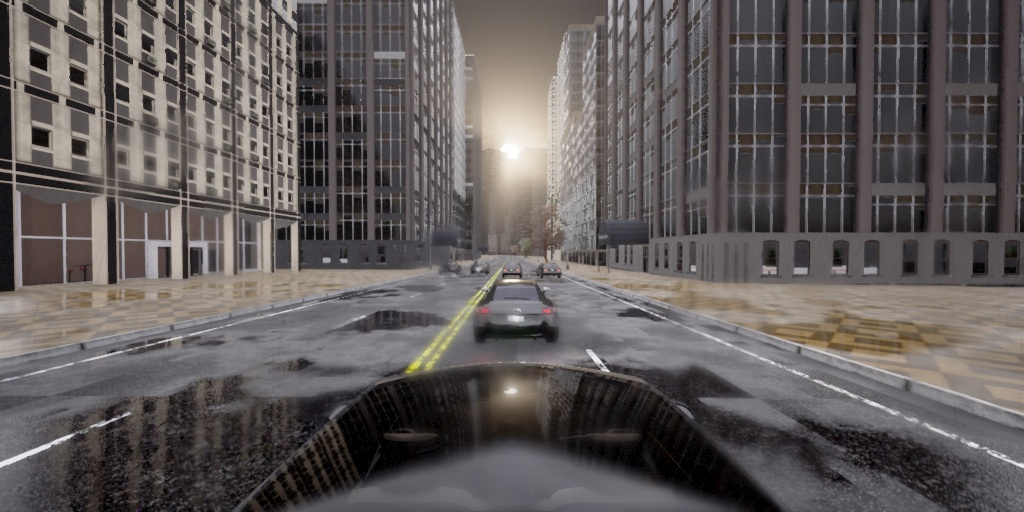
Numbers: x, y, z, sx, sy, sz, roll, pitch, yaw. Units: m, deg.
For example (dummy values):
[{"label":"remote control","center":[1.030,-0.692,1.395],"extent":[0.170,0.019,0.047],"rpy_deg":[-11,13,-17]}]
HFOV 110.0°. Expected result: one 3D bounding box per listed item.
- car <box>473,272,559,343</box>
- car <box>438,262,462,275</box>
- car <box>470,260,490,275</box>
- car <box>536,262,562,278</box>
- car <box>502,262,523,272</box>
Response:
[{"label":"car","center":[0.096,1.312,9.673],"extent":[1.994,1.385,4.181],"rpy_deg":[0,0,0]},{"label":"car","center":[-6.596,1.291,38.634],"extent":[1.994,1.385,4.181],"rpy_deg":[0,0,0]},{"label":"car","center":[-3.347,1.218,38.376],"extent":[2.128,1.511,4.902],"rpy_deg":[0,0,0]},{"label":"car","center":[3.356,1.280,33.291],"extent":[2.033,1.411,5.357],"rpy_deg":[0,0,-2]},{"label":"car","center":[0.065,1.280,33.642],"extent":[2.033,1.411,5.357],"rpy_deg":[0,0,2]}]
